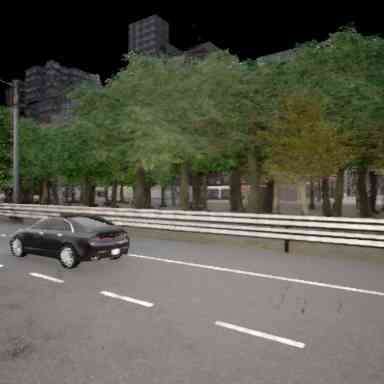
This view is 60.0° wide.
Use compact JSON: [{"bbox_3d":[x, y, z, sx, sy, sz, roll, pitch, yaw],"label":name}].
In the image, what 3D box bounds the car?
[{"bbox_3d":[-4.215,1.507,11.180,4.892,1.490,1.837,0,0,36],"label":"car"}]
